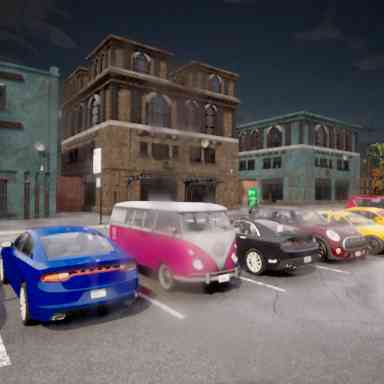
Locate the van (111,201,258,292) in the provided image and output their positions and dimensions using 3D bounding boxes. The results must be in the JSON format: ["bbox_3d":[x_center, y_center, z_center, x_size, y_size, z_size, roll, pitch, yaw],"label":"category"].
[{"bbox_3d":[-0.608,1.255,8.875,1.878,1.987,4.442,0,0,-36],"label":"van"}]

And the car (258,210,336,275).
[{"bbox_3d":[1.592,1.481,10.584,2.231,1.521,4.892,0,0,-36],"label":"car"}]

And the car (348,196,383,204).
[{"bbox_3d":[10.660,1.225,17.043,2.435,2.045,5.566,0,0,-36],"label":"car"}]

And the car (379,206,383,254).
[{"bbox_3d":[6.223,1.475,13.677,1.946,1.575,5.366,0,0,-36],"label":"car"}]

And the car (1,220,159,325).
[{"bbox_3d":[-2.937,1.480,7.346,2.097,1.535,5.008,0,0,-36],"label":"car"}]

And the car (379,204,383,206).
[{"bbox_3d":[8.376,1.477,15.451,2.097,1.535,5.008,0,0,-36],"label":"car"}]

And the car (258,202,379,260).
[{"bbox_3d":[3.935,1.354,12.307,2.185,1.767,4.553,0,0,-36],"label":"car"}]
